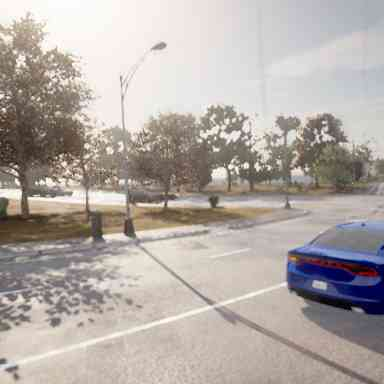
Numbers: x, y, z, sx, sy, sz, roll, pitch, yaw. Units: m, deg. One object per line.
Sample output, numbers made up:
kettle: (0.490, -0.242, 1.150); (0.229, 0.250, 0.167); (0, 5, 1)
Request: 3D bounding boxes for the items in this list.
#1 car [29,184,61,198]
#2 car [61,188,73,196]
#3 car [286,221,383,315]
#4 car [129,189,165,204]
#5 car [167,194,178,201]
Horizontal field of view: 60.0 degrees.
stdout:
car: (-24.787, -0.222, 54.984); (5.566, 2.045, 2.150); (2, 4, 33)
car: (-22.774, -0.012, 57.866); (4.718, 1.301, 1.895); (2, 4, 33)
car: (4.065, 1.367, 7.155); (5.008, 1.535, 1.882); (-1, 1, -39)
car: (-6.170, 0.503, 42.646); (4.553, 1.767, 2.097); (1, 3, 33)
car: (-4.302, 0.563, 45.615); (4.718, 1.301, 1.895); (1, 4, 33)
